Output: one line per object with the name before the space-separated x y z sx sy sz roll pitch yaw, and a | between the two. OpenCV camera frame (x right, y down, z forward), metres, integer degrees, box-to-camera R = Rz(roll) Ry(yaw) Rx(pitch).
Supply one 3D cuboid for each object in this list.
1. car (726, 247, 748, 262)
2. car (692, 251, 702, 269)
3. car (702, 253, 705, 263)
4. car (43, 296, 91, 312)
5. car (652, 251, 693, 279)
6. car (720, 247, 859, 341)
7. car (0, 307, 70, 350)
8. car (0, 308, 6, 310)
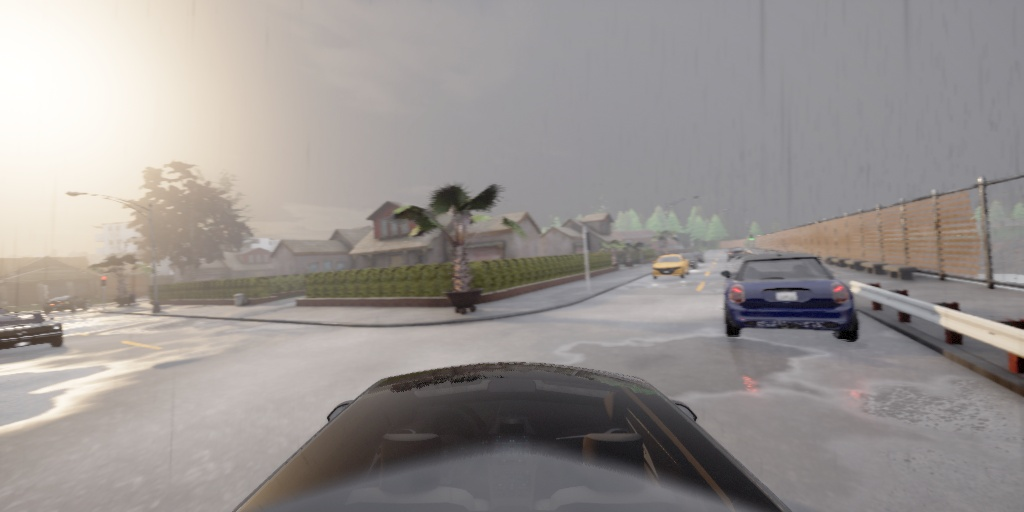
car | 24.765 -0.190 39.548 1.837 1.490 4.892 -4 -1 31
car | 15.715 0.398 32.524 1.837 1.490 4.892 -4 -1 31
car | 21.229 0.125 41.602 2.033 1.411 5.357 -4 -1 31
car | -42.231 4.578 34.042 1.837 1.490 4.892 -6 1 -34
car | 10.852 0.648 24.425 1.882 1.535 5.008 -4 -1 31
car | 6.255 0.711 8.582 2.097 1.767 4.553 -4 -1 31
car | -18.160 2.755 13.044 4.718 1.301 1.895 -4 -1 31
car | -26.675 3.376 18.195 4.181 1.385 1.994 -4 -1 32
